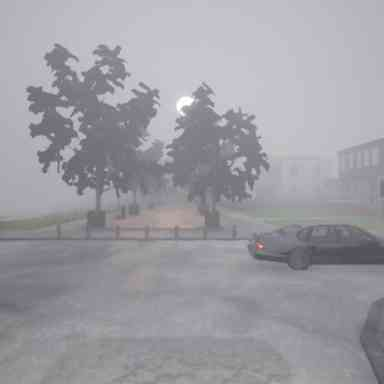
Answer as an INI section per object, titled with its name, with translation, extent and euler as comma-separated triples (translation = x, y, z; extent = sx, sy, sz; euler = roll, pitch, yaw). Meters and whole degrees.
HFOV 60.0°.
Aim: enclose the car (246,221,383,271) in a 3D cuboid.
[car]
translation = 4.489, 1.664, 10.721
extent = 5.357, 1.411, 2.033
euler = 0, -1, 0
